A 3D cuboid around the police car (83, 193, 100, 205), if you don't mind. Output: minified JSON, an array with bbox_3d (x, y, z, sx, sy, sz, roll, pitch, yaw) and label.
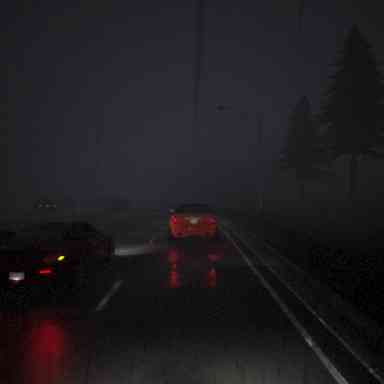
[{"bbox_3d":[-14.853,1.024,49.496,5.238,1.638,1.930,0,0,44],"label":"police car"}]

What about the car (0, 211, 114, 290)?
[{"bbox_3d":[-3.404,1.454,8.773,1.812,1.442,4.674,0,0,0],"label":"car"}]

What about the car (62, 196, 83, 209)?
[{"bbox_3d":[-14.794,1.212,38.744,1.812,1.442,4.674,1,0,-39],"label":"car"}]

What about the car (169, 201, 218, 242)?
[{"bbox_3d":[-0.008,1.223,15.878,2.097,1.767,4.553,0,0,-2],"label":"car"}]

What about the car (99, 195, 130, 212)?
[{"bbox_3d":[-7.854,1.199,34.391,1.882,1.535,5.008,1,0,-27],"label":"car"}]

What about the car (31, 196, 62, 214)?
[{"bbox_3d":[-14.136,1.290,31.748,2.033,1.411,5.357,0,0,-31],"label":"car"}]
